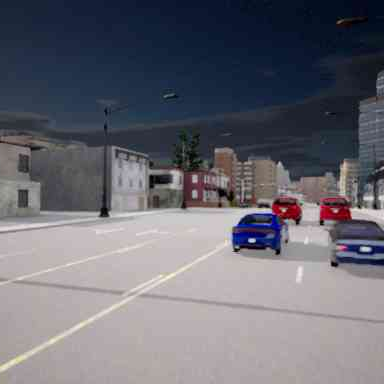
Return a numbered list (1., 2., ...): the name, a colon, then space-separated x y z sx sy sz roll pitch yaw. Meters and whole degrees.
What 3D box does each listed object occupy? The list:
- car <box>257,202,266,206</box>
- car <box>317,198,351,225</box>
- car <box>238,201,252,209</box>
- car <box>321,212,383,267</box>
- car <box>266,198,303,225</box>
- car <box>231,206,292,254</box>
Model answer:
1. car: 13.542 2.566 62.883 1.994 1.385 4.181 0 -3 21
2. car: 10.993 1.443 25.796 2.150 2.045 5.566 0 0 21
3. car: 10.233 2.520 64.015 1.837 1.490 4.892 0 -2 21
4. car: 5.752 1.672 11.690 2.033 1.411 5.357 0 0 21
5. car: 7.707 1.462 27.002 2.150 2.045 5.566 0 0 21
6. car: 3.079 1.631 14.492 1.882 1.535 5.008 0 0 21
